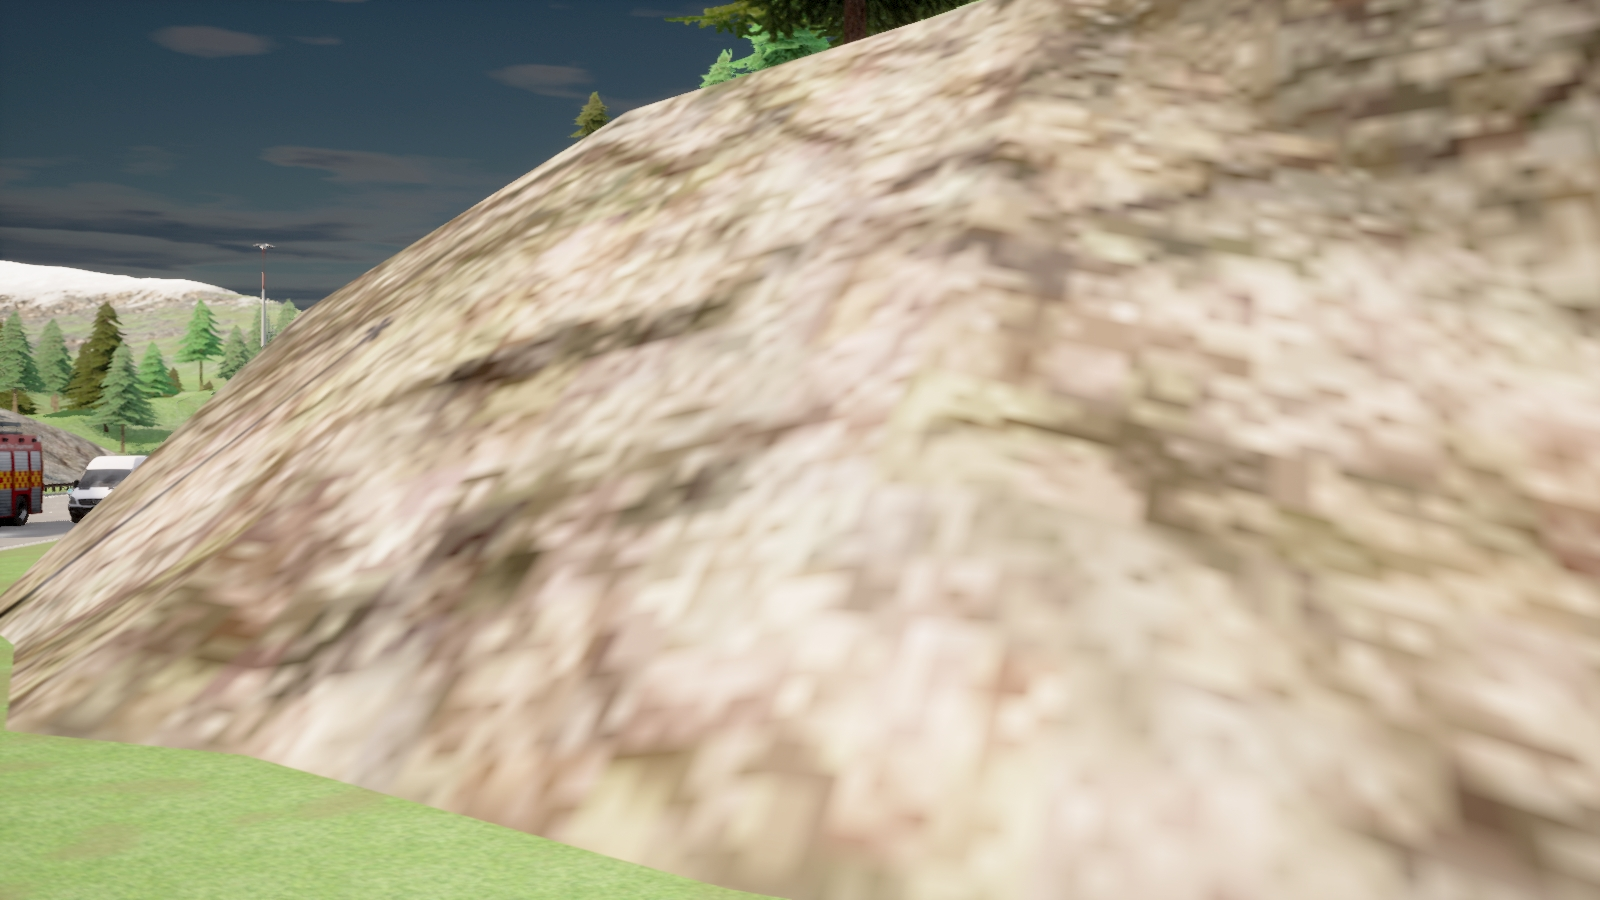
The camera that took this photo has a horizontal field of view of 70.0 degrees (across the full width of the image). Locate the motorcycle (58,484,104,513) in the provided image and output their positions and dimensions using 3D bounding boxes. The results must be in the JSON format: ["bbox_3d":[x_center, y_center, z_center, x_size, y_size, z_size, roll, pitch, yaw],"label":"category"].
[{"bbox_3d":[-32.222,2.176,51.212,0.803,1.199,2.033,0,0,-1],"label":"motorcycle"}]

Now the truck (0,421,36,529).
[{"bbox_3d":[-29.555,0.881,38.897,2.891,3.827,8.468,0,0,-11],"label":"truck"}]

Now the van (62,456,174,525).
[{"bbox_3d":[-27.111,1.527,45.676,1.988,2.561,5.915,0,0,-11],"label":"van"}]
